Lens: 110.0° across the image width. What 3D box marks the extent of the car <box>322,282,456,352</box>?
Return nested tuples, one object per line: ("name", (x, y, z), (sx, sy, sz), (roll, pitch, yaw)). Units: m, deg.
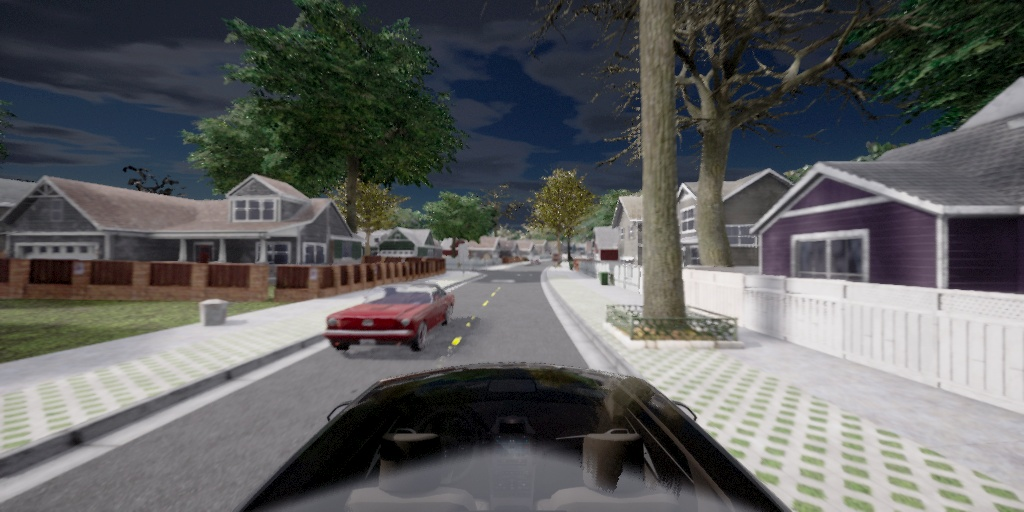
("car", (-2.750, 1.370, 9.142), (1.895, 1.301, 4.718), (0, 0, 1))
